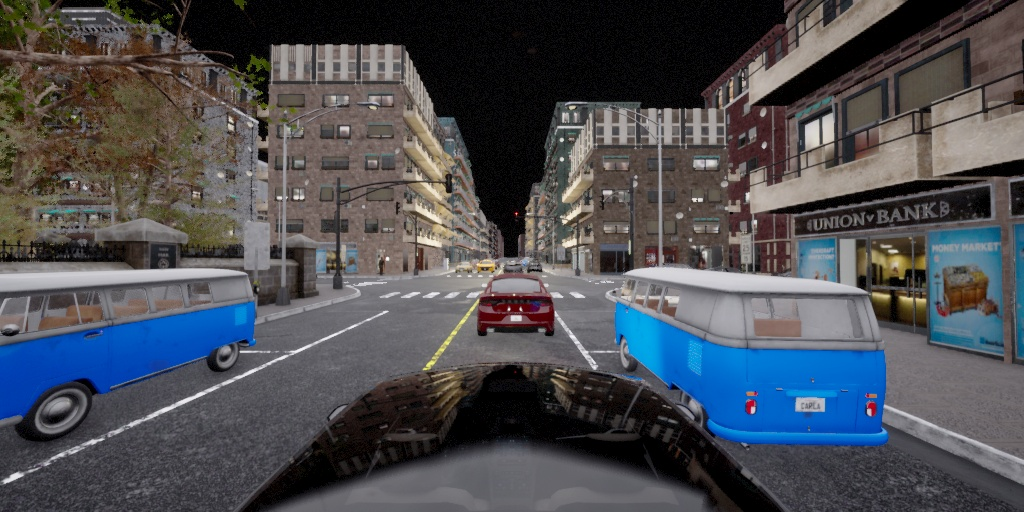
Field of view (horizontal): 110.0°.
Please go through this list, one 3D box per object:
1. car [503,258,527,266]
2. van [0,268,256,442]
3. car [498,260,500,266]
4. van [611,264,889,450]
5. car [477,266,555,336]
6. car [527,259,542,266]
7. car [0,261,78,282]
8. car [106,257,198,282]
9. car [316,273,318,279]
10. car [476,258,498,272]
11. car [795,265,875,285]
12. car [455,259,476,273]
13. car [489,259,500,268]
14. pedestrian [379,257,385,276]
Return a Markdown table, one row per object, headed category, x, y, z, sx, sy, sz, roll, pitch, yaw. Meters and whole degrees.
| category | x | y | z | sx | sy | sz | roll | pitch | yaw |
| --- | --- | --- | --- | --- | --- | --- | --- | --- | --- |
| car | 0.104 | 1.256 | 39.088 | 2.128 | 1.511 | 4.902 | 0 | 0 | -3 |
| van | -5.657 | 1.092 | 5.054 | 1.690 | 1.789 | 3.998 | 0 | 0 | 0 |
| car | -3.108 | 1.318 | 53.653 | 2.033 | 1.411 | 5.357 | 0 | 0 | 0 |
| van | 2.658 | 1.092 | 5.055 | 1.690 | 1.789 | 3.998 | 0 | 0 | 0 |
| car | 0.096 | 1.231 | 10.416 | 1.882 | 1.535 | 5.008 | 0 | 0 | 0 |
| car | 2.682 | 1.331 | 43.001 | 1.948 | 1.339 | 4.313 | 0 | 0 | 0 |
| car | -35.364 | 1.094 | 25.972 | 5.357 | 1.411 | 2.033 | 0 | -1 | 1 |
| car | -25.837 | 0.950 | 25.856 | 4.553 | 1.767 | 2.097 | 0 | -1 | 1 |
| car | -16.610 | 1.139 | 25.745 | 4.902 | 1.511 | 2.128 | 0 | -1 | 1 |
| car | -3.112 | 1.244 | 43.692 | 1.882 | 1.535 | 5.008 | 0 | 0 | 0 |
| car | 25.539 | 1.465 | 28.456 | 4.674 | 1.442 | 1.812 | 0 | -1 | 1 |
| car | -5.699 | 1.291 | 42.829 | 1.751 | 1.417 | 4.829 | 0 | 0 | 0 |
| car | -3.073 | 1.302 | 64.224 | 1.812 | 1.442 | 4.674 | 0 | 0 | 0 |
| pedestrian | -12.547 | 0.969 | 34.440 | 0.375 | 1.860 | 0.375 | 0 | -1 | 1 |
